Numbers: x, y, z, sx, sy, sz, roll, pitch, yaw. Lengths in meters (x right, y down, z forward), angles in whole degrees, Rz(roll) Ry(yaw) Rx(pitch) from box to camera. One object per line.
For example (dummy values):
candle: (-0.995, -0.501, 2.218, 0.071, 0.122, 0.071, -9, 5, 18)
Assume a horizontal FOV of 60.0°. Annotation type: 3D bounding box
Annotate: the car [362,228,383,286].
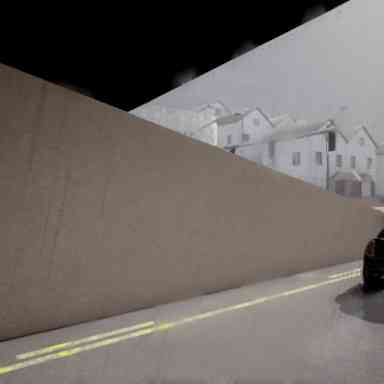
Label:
car: (6.241, 1.365, 8.202, 4.553, 1.767, 2.097, 0, 0, -35)
